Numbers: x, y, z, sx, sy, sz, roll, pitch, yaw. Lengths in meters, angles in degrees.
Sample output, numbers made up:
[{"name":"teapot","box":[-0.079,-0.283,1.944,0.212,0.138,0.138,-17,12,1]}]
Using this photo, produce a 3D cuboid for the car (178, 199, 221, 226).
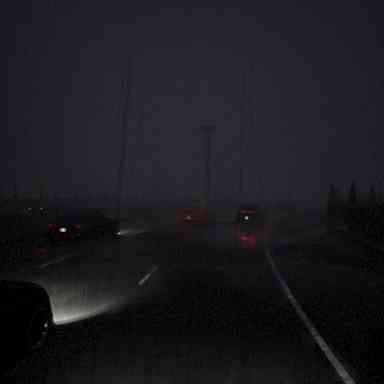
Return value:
[{"name":"car","box":[0.478,1.543,24.389,1.882,1.535,5.008,0,0,16]}]

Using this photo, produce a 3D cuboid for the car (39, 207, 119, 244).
[{"name":"car","box":[-5.129,1.595,16.138,1.994,1.385,4.181,0,0,10]}]

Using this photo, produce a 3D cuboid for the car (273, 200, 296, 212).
[{"name":"car","box":[11.405,1.672,40.977,1.812,1.442,4.674,0,0,29]}]

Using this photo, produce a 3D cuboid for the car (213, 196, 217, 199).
[{"name":"car","box":[6.587,1.445,70.195,2.150,2.045,5.566,0,-1,41]}]

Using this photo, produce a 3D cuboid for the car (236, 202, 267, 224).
[{"name":"car","box":[4.642,1.580,25.908,1.837,1.490,4.892,0,0,18]}]

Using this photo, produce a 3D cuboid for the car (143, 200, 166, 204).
[{"name":"car","box":[-5.316,1.759,47.212,1.994,1.385,4.181,0,-1,29]}]

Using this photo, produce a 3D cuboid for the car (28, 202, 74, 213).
[{"name":"car","box":[-14.690,1.709,34.837,1.895,1.301,4.718,0,0,20]}]

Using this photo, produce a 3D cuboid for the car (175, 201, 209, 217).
[{"name":"car","box":[0.123,1.636,33.792,1.812,1.442,4.674,0,0,22]}]

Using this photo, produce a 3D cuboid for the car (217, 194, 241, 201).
[{"name":"car","box":[7.187,1.645,60.094,2.097,1.767,4.553,0,0,38]}]

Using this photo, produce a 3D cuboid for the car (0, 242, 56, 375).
[{"name":"car","box":[-3.165,1.562,3.449,1.994,1.385,4.181,0,0,2]}]
